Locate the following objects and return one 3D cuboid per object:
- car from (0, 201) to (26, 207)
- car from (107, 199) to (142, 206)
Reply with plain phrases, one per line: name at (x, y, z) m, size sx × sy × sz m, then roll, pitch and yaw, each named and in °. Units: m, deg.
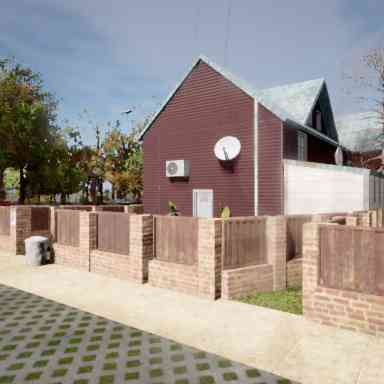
car at (-16.591, 1.537, 28.135) m, size 1.882 × 1.535 × 5.008 m, roll 0°, pitch 0°, yaw 36°
car at (-8.125, 1.599, 39.970) m, size 2.128 × 1.511 × 4.902 m, roll 0°, pitch 0°, yaw 36°
